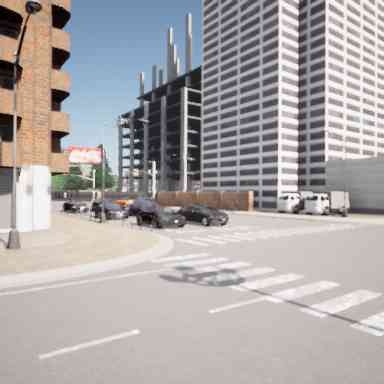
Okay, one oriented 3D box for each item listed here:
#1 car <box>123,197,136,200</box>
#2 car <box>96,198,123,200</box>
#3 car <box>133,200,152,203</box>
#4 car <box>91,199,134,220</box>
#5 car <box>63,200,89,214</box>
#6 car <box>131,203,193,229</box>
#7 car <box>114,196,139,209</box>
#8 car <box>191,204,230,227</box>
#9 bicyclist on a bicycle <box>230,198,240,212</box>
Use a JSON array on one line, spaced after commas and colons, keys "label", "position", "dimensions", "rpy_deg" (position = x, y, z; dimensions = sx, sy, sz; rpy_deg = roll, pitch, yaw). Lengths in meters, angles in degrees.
[{"label": "car", "position": [-6.241, 1.677, 40.663], "dimensions": [1.882, 1.535, 5.008], "rpy_deg": [1, 0, -36]}, {"label": "car", "position": [-10.485, 1.524, 40.245], "dimensions": [2.097, 1.767, 4.553], "rpy_deg": [1, 0, -36]}, {"label": "car", "position": [-4.498, 1.735, 32.012], "dimensions": [1.994, 1.385, 4.181], "rpy_deg": [1, 0, -36]}, {"label": "car", "position": [-7.309, 1.671, 29.942], "dimensions": [1.812, 1.442, 4.674], "rpy_deg": [1, 0, -36]}, {"label": "car", "position": [-13.409, 1.638, 38.317], "dimensions": [2.128, 1.511, 4.902], "rpy_deg": [1, 0, -36]}, {"label": "car", "position": [-2.165, 1.708, 22.866], "dimensions": [1.994, 1.385, 4.181], "rpy_deg": [1, 0, -36]}, {"label": "car", "position": [-10.190, 1.578, 51.840], "dimensions": [2.097, 1.767, 4.553], "rpy_deg": [1, 0, -36]}, {"label": "car", "position": [0.747, 1.675, 24.814], "dimensions": [1.837, 1.490, 4.892], "rpy_deg": [1, 0, -36]}, {"label": "bicyclist on a bicycle", "position": [5.057, 1.560, 39.235], "dimensions": [1.656, 1.620, 0.582], "rpy_deg": [0, 0, -36]}]
